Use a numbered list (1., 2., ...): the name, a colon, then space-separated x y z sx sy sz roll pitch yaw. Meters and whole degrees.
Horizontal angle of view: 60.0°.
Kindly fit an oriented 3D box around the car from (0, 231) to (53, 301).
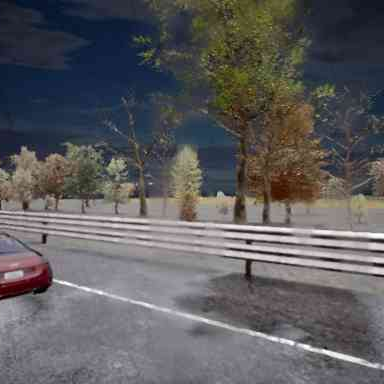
1. car: -5.114 1.608 7.731 4.181 1.385 1.994 0 0 36
